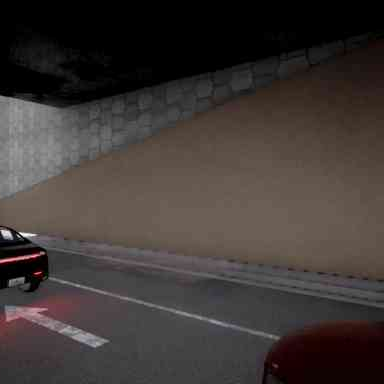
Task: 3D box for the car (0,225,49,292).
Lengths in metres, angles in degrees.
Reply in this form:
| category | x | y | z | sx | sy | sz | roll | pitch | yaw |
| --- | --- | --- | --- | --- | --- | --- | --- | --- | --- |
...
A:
| category | x | y | z | sx | sy | sz | roll | pitch | yaw |
| --- | --- | --- | --- | --- | --- | --- | --- | --- | --- |
| car | -5.305 | 1.492 | 7.728 | 4.902 | 1.511 | 2.128 | 0 | 0 | 35 |

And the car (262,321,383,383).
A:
| category | x | y | z | sx | sy | sz | roll | pitch | yaw |
| --- | --- | --- | --- | --- | --- | --- | --- | --- | --- |
| car | 2.702 | 1.526 | 1.957 | 4.674 | 1.442 | 1.812 | 0 | 0 | 36 |
